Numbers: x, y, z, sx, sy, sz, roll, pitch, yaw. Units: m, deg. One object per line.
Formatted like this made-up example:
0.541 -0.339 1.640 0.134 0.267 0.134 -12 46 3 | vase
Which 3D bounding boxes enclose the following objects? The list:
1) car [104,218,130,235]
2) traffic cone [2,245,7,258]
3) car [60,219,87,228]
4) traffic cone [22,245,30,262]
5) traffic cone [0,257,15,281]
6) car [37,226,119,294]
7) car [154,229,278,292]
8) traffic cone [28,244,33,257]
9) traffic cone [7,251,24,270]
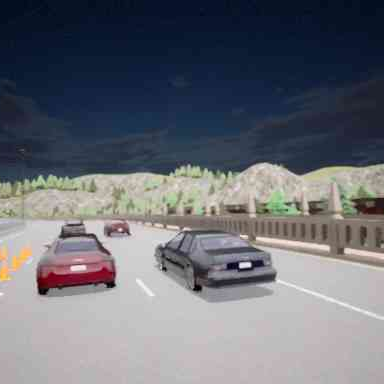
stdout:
-6.563 3.019 28.929 1.812 1.442 4.674 -1 -3 -20 | car
-8.807 2.816 15.677 0.340 0.580 0.340 -1 -3 -20 | traffic cone
-9.803 3.016 27.587 2.128 1.511 4.902 -1 -3 -20 | car
-7.189 2.683 14.139 0.340 0.580 0.340 -1 -3 -20 | traffic cone
-5.833 2.441 10.384 0.340 0.580 0.340 -1 -3 -20 | traffic cone
-3.480 1.958 10.072 1.994 1.385 4.181 -1 -3 -20 | car
0.340 1.816 9.797 2.033 1.411 5.357 -1 -3 -20 | car
-7.866 2.804 16.017 0.340 0.580 0.340 -1 -3 -20 | traffic cone
-6.511 2.562 12.262 0.340 0.580 0.340 -1 -3 -20 | traffic cone
